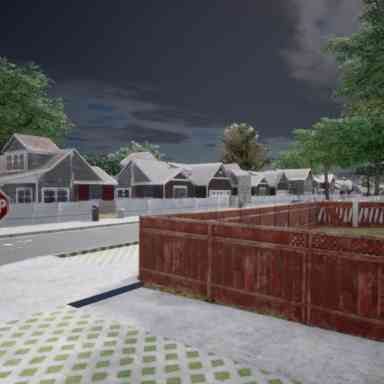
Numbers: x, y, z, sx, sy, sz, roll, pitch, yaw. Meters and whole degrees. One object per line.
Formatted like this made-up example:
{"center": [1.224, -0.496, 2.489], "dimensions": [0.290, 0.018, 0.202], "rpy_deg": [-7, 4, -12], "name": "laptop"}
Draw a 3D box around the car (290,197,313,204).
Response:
{"center": [15.250, 1.396, 46.004], "dimensions": [2.033, 1.411, 5.357], "rpy_deg": [0, 0, 36], "name": "car"}
